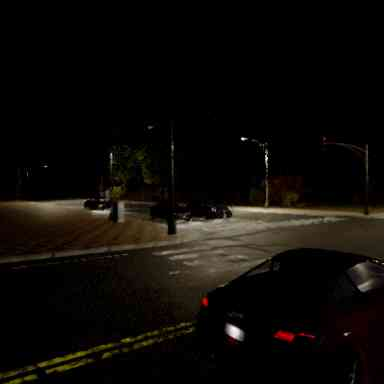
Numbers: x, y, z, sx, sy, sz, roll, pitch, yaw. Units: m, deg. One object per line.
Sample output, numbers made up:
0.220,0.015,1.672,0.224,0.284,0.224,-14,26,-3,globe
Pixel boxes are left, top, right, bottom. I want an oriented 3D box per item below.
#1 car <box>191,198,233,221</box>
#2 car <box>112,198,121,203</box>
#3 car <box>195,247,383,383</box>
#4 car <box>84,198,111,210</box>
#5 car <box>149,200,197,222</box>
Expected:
1.345,1.353,27.826,2.097,1.767,4.553,-1,0,-33,car
-11.478,1.566,47.603,2.033,1.411,5.357,-1,1,-33,car
2.112,1.552,4.946,4.181,1.385,1.994,0,0,-36,car
-12.703,1.566,43.508,2.128,1.511,4.902,-1,1,-33,car
-1.845,1.585,26.771,1.812,1.442,4.674,-1,1,-33,car
